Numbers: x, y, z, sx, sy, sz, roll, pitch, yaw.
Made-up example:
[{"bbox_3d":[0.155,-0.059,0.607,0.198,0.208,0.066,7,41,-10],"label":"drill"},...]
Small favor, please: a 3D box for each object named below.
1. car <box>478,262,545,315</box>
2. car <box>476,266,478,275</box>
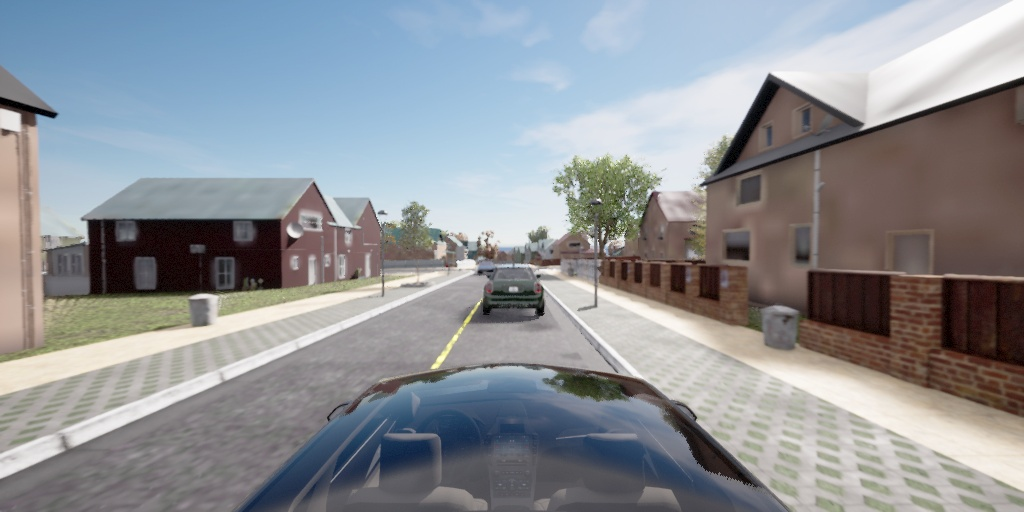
[{"bbox_3d":[0.067,1.099,13.785,2.097,1.767,4.553,0,0,0],"label":"car"},{"bbox_3d":[-2.802,1.348,39.880,2.033,1.411,5.357,0,0,0],"label":"car"}]
